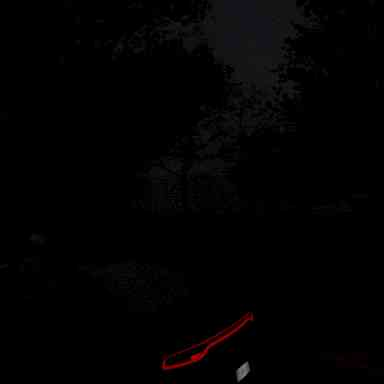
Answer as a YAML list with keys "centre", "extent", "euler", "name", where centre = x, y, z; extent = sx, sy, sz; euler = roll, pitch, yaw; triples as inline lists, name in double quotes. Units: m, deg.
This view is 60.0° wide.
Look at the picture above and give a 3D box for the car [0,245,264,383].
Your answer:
- centre: [-1.551, 1.479, 4.486]
  extent: [5.008, 1.535, 1.882]
  euler: [0, 0, 35]
  name: "car"
